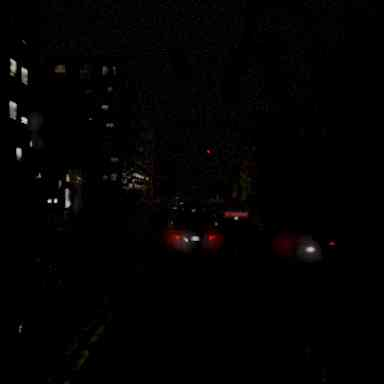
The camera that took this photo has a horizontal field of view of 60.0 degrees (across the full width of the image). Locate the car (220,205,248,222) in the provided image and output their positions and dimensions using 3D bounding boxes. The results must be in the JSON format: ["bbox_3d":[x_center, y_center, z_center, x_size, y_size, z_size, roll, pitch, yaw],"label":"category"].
[{"bbox_3d":[3.352,1.704,27.369,1.895,1.301,4.718,0,0,0],"label":"car"}]

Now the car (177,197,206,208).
[{"bbox_3d":[0.101,1.457,27.387,2.097,1.767,4.553,0,0,0],"label":"car"}]

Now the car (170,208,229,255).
[{"bbox_3d":[0.103,1.597,13.477,2.033,1.411,5.357,0,0,0],"label":"car"}]

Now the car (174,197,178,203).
[{"bbox_3d":[-3.239,1.864,81.647,2.128,1.511,4.902,0,0,0],"label":"car"}]

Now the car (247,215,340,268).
[{"bbox_3d":[3.347,1.606,11.399,1.994,1.385,4.181,0,0,0],"label":"car"}]

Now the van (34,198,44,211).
[{"bbox_3d":[-22.723,1.783,46.568,3.998,1.788,1.690,-1,1,-1],"label":"van"}]

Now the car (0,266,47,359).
[{"bbox_3d":[-3.351,1.560,3.260,2.033,1.411,5.357,0,0,0],"label":"car"}]

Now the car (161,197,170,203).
[{"bbox_3d":[-6.489,1.933,81.618,1.895,1.301,4.718,0,0,0],"label":"car"}]
